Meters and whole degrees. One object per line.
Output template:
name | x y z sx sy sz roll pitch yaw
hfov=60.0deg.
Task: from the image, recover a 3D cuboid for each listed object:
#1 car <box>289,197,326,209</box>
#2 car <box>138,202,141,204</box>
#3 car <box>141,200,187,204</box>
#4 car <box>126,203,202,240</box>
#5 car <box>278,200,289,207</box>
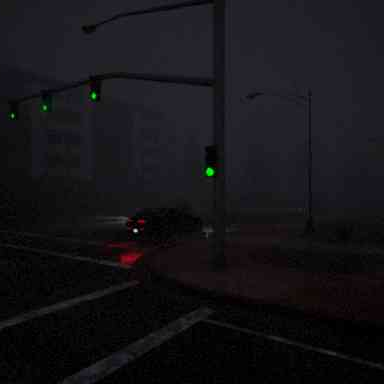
car | 15.989 1.503 45.231 4.892 1.490 1.837 1 0 -27
car | -4.214 1.521 31.739 1.812 1.442 4.674 0 0 36
car | -1.756 1.487 29.172 2.128 1.511 4.902 0 0 35
car | -1.267 1.521 17.217 1.837 1.490 4.892 0 0 33
car | 14.927 1.597 48.615 4.718 1.301 1.895 0 0 -26
